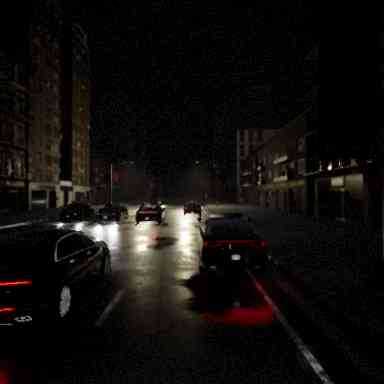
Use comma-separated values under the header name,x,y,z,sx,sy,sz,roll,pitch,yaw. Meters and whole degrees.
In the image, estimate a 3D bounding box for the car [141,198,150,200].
name,x,y,z,sx,sy,sz,roll,pitch,yaw
car,-9.733,1.941,69.164,1.837,1.490,4.892,0,0,0

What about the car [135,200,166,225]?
name,x,y,z,sx,sy,sz,roll,pitch,yaw
car,-3.143,1.660,25.664,2.128,1.511,4.902,0,0,0

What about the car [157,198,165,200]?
name,x,y,z,sx,sy,sz,roll,pitch,yaw
car,-6.483,1.964,68.746,2.128,1.511,4.902,0,0,0

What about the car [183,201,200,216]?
name,x,y,z,sx,sy,sz,roll,pitch,yaw
car,0.059,1.833,35.840,1.895,1.301,4.718,0,0,1

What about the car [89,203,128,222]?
name,x,y,z,sx,sy,sz,roll,pitch,yaw
car,-6.592,1.673,27.716,2.128,1.511,4.902,0,0,0

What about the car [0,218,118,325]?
name,x,y,z,sx,sy,sz,roll,pitch,yaw
car,-3.149,1.554,7.255,1.837,1.490,4.892,0,0,0

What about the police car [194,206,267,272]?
name,x,y,z,sx,sy,sz,roll,pitch,yaw
police car,1.140,1.501,11.201,1.930,1.638,5.238,0,0,0

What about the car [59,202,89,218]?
name,x,y,z,sx,sy,sz,roll,pitch,yaw
car,-9.841,1.693,28.761,1.837,1.490,4.892,0,0,0

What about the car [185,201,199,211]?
name,x,y,z,sx,sy,sz,roll,pitch,yaw
car,0.017,1.900,46.291,1.895,1.301,4.718,0,0,0
